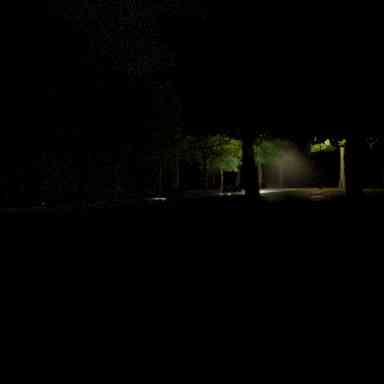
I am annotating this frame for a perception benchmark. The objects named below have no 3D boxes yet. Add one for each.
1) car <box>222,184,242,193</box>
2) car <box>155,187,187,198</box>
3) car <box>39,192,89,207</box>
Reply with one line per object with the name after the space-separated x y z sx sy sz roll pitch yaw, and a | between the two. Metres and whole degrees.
7.340 -0.632 60.540 1.882 1.535 5.008 -1 1 38 | car
-2.914 0.036 47.386 2.033 1.411 5.357 -1 2 38 | car
-13.123 0.740 34.134 1.895 1.301 4.718 -1 2 38 | car
